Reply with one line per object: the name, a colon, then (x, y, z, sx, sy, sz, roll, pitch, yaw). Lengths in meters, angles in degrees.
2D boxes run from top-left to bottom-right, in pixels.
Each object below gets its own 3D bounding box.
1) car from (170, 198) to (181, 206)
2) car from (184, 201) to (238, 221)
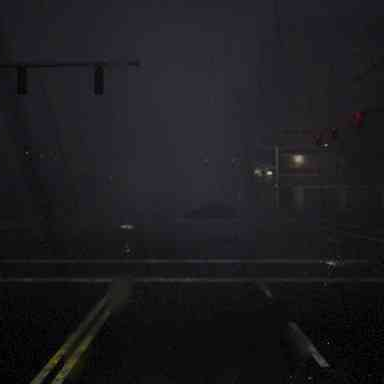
car: (-3.486, 2.080, 70.184, 2.097, 1.767, 4.553, 0, -1, 0)
car: (1.686, 1.794, 30.117, 4.892, 1.490, 1.837, 0, -1, -1)
